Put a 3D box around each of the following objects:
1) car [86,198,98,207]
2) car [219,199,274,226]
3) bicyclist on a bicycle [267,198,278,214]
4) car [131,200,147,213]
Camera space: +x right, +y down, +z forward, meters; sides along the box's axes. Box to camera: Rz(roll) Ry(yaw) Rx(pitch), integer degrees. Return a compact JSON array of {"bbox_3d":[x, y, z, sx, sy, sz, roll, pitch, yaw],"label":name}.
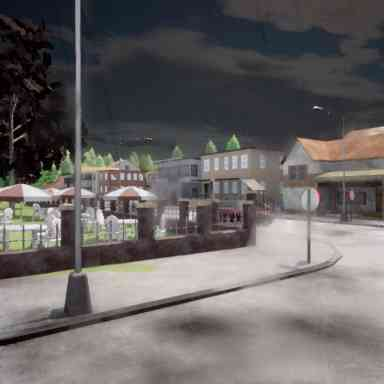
[{"bbox_3d":[-16.102,1.244,50.398,2.150,2.045,5.566,0,0,-35],"label":"car"},{"bbox_3d":[3.378,1.352,22.831,2.097,1.767,4.553,0,0,-35],"label":"car"},{"bbox_3d":[7.565,1.349,31.435,1.656,1.620,0.582,0,0,-35],"label":"bicyclist on a bicycle"},{"bbox_3d":[-5.757,1.525,35.687,1.812,1.442,4.674,0,0,-35],"label":"car"}]
